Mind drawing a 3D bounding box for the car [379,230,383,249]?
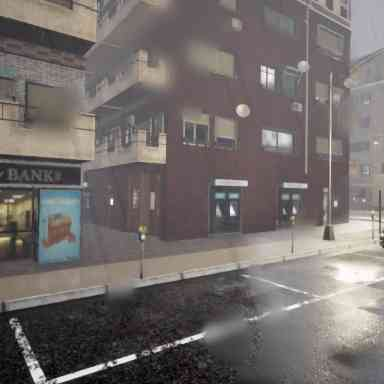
[{"bbox_3d":[9.086,1.554,13.120,4.403,1.369,2.008,0,1,-35],"label":"car"}]
